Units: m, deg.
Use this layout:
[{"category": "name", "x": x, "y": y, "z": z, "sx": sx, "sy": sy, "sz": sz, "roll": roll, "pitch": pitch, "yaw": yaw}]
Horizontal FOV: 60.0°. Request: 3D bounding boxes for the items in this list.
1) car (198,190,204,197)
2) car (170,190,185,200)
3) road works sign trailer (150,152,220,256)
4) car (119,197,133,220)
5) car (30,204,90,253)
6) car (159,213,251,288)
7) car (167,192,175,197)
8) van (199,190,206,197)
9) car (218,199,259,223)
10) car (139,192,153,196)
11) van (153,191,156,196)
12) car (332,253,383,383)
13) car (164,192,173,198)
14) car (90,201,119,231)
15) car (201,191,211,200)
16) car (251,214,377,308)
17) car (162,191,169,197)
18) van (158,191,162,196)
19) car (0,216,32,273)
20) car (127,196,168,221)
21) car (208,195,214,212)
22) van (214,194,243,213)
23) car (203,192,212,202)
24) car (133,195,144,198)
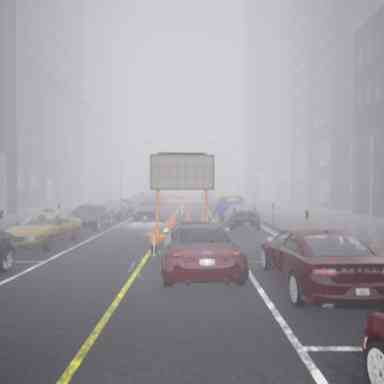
[{"category": "car", "x": 2.832, "y": 0.634, "z": 63.972, "sx": 2.192, "sy": 1.841, "sz": 5.009, "roll": 0, "pitch": 1, "yaw": 0}, {"category": "car", "x": -2.957, "y": 0.870, "z": 65.121, "sx": 1.994, "sy": 1.385, "sz": 4.181, "roll": 0, "pitch": 1, "yaw": 1}, {"category": "road works sign trailer", "x": -0.378, "y": 0.323, "z": 12.442, "sx": 2.380, "sy": 3.560, "sz": 2.880, "roll": 0, "pitch": 1, "yaw": -5}, {"category": "car", "x": -5.736, "y": 1.309, "z": 24.517, "sx": 1.802, "sy": 1.307, "sz": 4.206, "roll": 0, "pitch": 1, "yaw": 0}, {"category": "car", "x": -5.749, "y": 1.377, "z": 13.073, "sx": 1.752, "sy": 1.417, "sz": 4.829, "roll": 0, "pitch": 1, "yaw": 0}, {"category": "car", "x": 0.162, "y": 1.463, "z": 9.000, "sx": 1.994, "sy": 1.385, "sz": 4.181, "roll": 0, "pitch": -1, "yaw": -5}, {"category": "car", "x": -5.660, "y": 0.613, "z": 92.152, "sx": 1.947, "sy": 1.339, "sz": 4.313, "roll": 0, "pitch": 1, "yaw": 0}, {"category": "van", "x": 2.864, "y": 0.388, "z": 92.152, "sx": 1.690, "sy": 1.788, "sz": 3.998, "roll": 0, "pitch": 1, "yaw": 0}, {"category": "car", "x": 2.782, "y": 1.338, "z": 18.887, "sx": 2.008, "sy": 1.369, "sz": 4.403, "roll": 0, "pitch": 1, "yaw": 0}, {"category": "car", "x": -5.724, "y": 1.047, "z": 35.788, "sx": 1.967, "sy": 1.590, "sz": 4.097, "roll": 0, "pitch": 1, "yaw": 0}, {"category": "van", "x": -5.718, "y": 0.889, "z": 41.423, "sx": 1.690, "sy": 1.788, "sz": 3.998, "roll": 0, "pitch": 1, "yaw": 0}, {"category": "car", "x": 2.763, "y": 1.521, "z": 1.980, "sx": 1.887, "sy": 1.381, "sz": 4.507, "roll": 0, "pitch": 1, "yaw": 0}, {"category": "car", "x": -5.673, "y": 0.699, "z": 80.879, "sx": 1.887, "sy": 1.381, "sz": 4.507, "roll": 0, "pitch": 1, "yaw": 0}, {"category": "car", "x": -5.743, "y": 1.354, "z": 18.880, "sx": 1.947, "sy": 1.339, "sz": 4.313, "roll": 0, "pitch": 1, "yaw": 0}, {"category": "car", "x": 2.820, "y": 0.977, "z": 52.703, "sx": 1.887, "sy": 1.381, "sz": 4.507, "roll": 0, "pitch": 1, "yaw": 0}, {"category": "car", "x": 2.770, "y": 1.457, "z": 7.616, "sx": 1.887, "sy": 1.381, "sz": 4.507, "roll": 0, "pitch": 1, "yaw": 0}, {"category": "car", "x": -5.699, "y": 0.690, "z": 58.331, "sx": 2.192, "sy": 1.841, "sz": 5.009, "roll": 0, "pitch": 1, "yaw": 0}, {"category": "van", "x": -5.712, "y": 0.831, "z": 47.059, "sx": 1.690, "sy": 1.788, "sz": 3.998, "roll": 0, "pitch": 1, "yaw": 0}, {"category": "car", "x": -5.755, "y": 1.478, "z": 7.608, "sx": 1.947, "sy": 1.339, "sz": 4.313, "roll": 0, "pitch": 1, "yaw": 0}, {"category": "car", "x": -3.074, "y": 1.274, "z": 24.483, "sx": 2.033, "sy": 1.411, "sz": 5.357, "roll": 0, "pitch": 1, "yaw": 0}, {"category": "car", "x": 2.795, "y": 1.217, "z": 30.159, "sx": 2.008, "sy": 1.369, "sz": 4.403, "roll": 0, "pitch": 1, "yaw": 0}, {"category": "van", "x": 2.788, "y": 1.067, "z": 24.521, "sx": 1.690, "sy": 1.788, "sz": 3.998, "roll": 0, "pitch": 1, "yaw": 0}, {"category": "car", "x": 2.808, "y": 1.099, "z": 41.431, "sx": 2.008, "sy": 1.369, "sz": 4.403, "roll": 0, "pitch": 1, "yaw": 0}, {"category": "car", "x": -5.730, "y": 1.232, "z": 30.153, "sx": 1.947, "sy": 1.339, "sz": 4.313, "roll": 0, "pitch": 1, "yaw": 0}]
